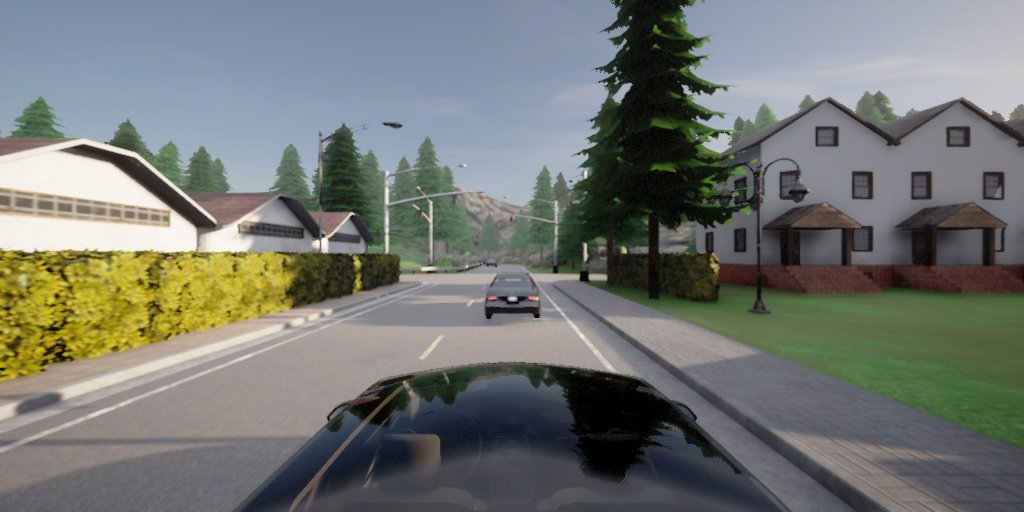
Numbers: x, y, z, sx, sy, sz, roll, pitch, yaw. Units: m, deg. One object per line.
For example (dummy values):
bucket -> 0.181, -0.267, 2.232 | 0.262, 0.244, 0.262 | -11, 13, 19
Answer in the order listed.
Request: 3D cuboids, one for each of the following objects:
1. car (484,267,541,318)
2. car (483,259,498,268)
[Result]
car -> 0.041, 1.294, 12.975 | 2.033, 1.411, 5.357 | 0, 0, 1
car -> -3.559, 1.208, 63.044 | 1.882, 1.535, 5.008 | 0, 0, 1
